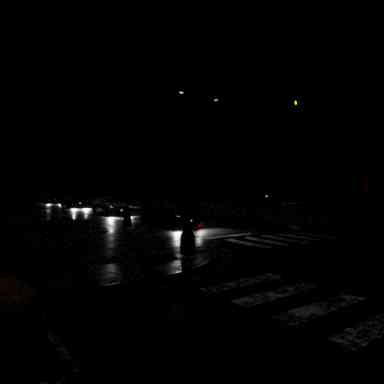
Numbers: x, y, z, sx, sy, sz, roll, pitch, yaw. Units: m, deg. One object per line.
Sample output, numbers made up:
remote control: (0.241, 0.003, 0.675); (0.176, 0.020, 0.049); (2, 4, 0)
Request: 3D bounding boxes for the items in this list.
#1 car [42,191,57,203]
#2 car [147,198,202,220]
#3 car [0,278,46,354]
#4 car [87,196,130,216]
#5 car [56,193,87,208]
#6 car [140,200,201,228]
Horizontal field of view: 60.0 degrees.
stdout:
car: (-18.403, 0.682, 43.569); (1.837, 1.490, 4.892); (0, 1, -32)
car: (-1.420, 1.223, 25.196); (1.895, 1.301, 4.718); (0, 1, -36)
car: (-4.263, 1.525, 3.620); (4.829, 1.417, 1.752); (0, 0, -35)
car: (-6.669, 1.060, 27.030); (1.812, 1.442, 4.674); (0, 1, -35)
car: (-12.431, 0.921, 35.078); (1.994, 1.385, 4.181); (0, 1, -36)
car: (-1.454, 1.227, 19.741); (1.812, 1.442, 4.674); (0, 1, -37)
